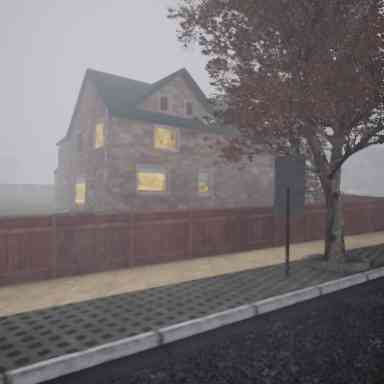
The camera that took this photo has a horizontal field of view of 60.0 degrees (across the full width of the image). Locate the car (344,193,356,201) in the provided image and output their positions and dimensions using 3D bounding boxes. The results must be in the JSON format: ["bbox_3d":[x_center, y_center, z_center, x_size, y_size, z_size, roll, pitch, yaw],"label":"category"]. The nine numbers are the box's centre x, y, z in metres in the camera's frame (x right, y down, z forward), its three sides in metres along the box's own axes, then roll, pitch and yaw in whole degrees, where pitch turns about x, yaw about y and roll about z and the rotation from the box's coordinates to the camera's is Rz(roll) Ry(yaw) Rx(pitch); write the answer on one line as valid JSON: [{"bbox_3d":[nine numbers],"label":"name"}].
[{"bbox_3d":[16.231,0.772,34.623,1.994,1.385,4.181,1,2,-4],"label":"car"}]

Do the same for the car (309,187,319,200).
[{"bbox_3d":[15.627,0.343,44.900,1.882,1.535,5.008,1,2,-3],"label":"car"}]
